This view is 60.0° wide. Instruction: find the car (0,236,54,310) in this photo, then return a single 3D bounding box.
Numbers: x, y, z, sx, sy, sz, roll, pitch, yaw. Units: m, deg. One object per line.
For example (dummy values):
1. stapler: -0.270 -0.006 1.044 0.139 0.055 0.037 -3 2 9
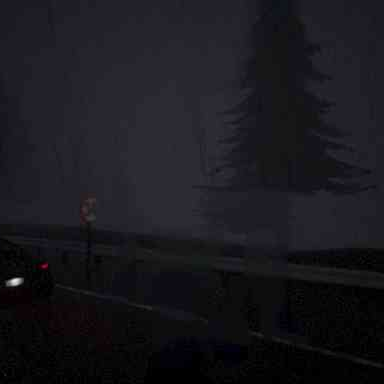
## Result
1. car: -4.918 1.644 7.211 4.181 1.385 1.994 -1 0 34
